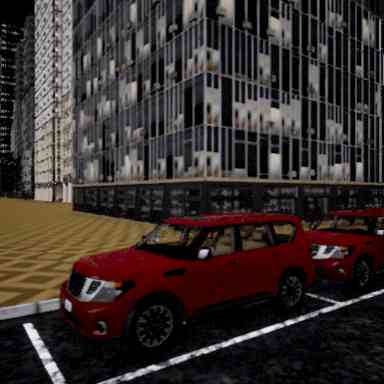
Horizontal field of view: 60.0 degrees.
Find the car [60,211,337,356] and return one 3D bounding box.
[{"bbox_3d":[0.257,1.357,6.297,5.009,1.841,2.192,1,-1,-35],"label":"car"}]

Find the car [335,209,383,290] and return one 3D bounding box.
[{"bbox_3d":[4.774,1.421,9.519,5.009,1.841,2.192,1,-1,-35],"label":"car"}]
